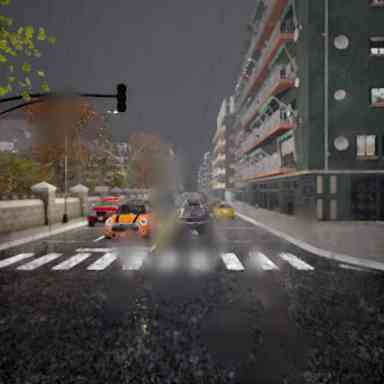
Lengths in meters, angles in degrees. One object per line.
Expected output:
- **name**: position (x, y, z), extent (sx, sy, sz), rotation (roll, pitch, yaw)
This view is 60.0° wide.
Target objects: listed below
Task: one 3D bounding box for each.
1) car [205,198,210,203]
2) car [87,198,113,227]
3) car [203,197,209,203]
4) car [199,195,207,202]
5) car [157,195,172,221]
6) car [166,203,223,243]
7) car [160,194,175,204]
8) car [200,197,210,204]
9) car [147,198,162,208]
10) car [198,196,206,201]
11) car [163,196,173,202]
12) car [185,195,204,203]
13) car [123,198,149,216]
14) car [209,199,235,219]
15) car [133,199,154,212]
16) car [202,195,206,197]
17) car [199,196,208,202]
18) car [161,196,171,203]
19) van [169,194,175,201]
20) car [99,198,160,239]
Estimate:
- **car**: position (2.686, 1.589, 34.319), extent (1.887, 1.381, 4.507), rotation (0, 0, 0)
- **car**: position (-5.695, 1.343, 23.248), extent (2.192, 1.841, 5.009), rotation (0, 0, 0)
- **car**: position (2.685, 1.604, 39.855), extent (2.008, 1.369, 4.403), rotation (0, 0, 0)
- **car**: position (2.682, 1.577, 84.136), extent (1.967, 1.590, 4.097), rotation (0, 0, 0)
- **car**: position (-3.092, 1.386, 27.405), extent (2.097, 1.767, 4.553), rotation (0, 0, 0)
- **car**: position (0.098, 1.510, 16.199), extent (2.128, 1.511, 4.902), rotation (0, 0, 0)
- **car**: position (-3.086, 1.270, 38.219), extent (2.150, 2.045, 5.566), rotation (0, 0, -1)
- **car**: position (2.684, 1.647, 67.531), extent (1.887, 1.381, 4.507), rotation (0, 0, 0)
- **car**: position (-5.696, 1.654, 50.924), extent (1.802, 1.307, 4.206), rotation (0, 0, 0)
- **car**: position (2.682, 1.715, 89.671), extent (1.947, 1.339, 4.313), rotation (0, 0, 0)
- **car**: position (-5.697, 1.676, 78.600), extent (2.008, 1.369, 4.403), rotation (0, 0, 0)
- **car**: position (0.095, 1.550, 43.088), extent (2.128, 1.511, 4.902), rotation (0, 0, 0)
- **car**: position (-5.695, 1.485, 34.319), extent (1.967, 1.590, 4.097), rotation (0, 0, 0)
- **car**: position (2.686, 1.561, 28.954), extent (1.752, 1.417, 4.829), rotation (0, 0, 0)
- **car**: position (-5.695, 1.598, 39.854), extent (1.887, 1.381, 4.507), rotation (0, 0, 0)
- **car**: position (2.684, 1.637, 61.995), extent (1.887, 1.381, 4.507), rotation (0, 0, 0)
- **car**: position (2.683, 1.691, 78.601), extent (1.947, 1.339, 4.313), rotation (0, 0, 0)
- **car**: position (-5.697, 1.639, 72.895), extent (1.752, 1.417, 4.829), rotation (0, 0, 0)
- **van**: position (-5.700, 1.502, 95.205), extent (1.690, 1.788, 3.998), rotation (0, 0, 0)
- **car**: position (-3.064, 1.372, 17.316), extent (2.097, 1.767, 4.553), rotation (0, 0, -1)
